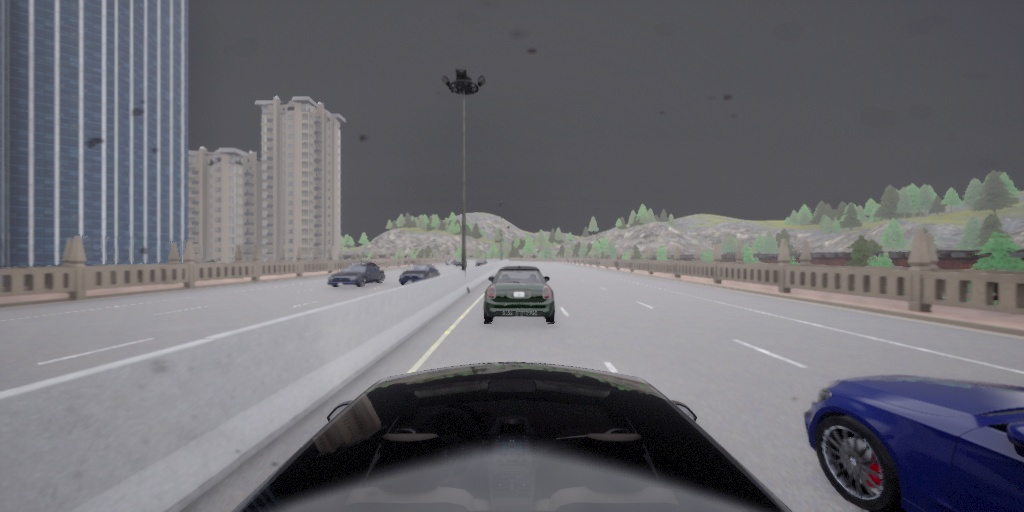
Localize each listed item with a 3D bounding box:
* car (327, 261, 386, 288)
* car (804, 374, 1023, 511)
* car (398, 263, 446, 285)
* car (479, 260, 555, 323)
[{"bbox_3d":[-10.202,1.300,24.096,2.033,1.411,5.357,0,0,1],"label":"car"},{"bbox_3d":[3.614,1.278,1.336,1.812,1.442,4.674,0,0,0],"label":"car"},{"bbox_3d":[-6.646,1.302,26.402,2.033,1.411,5.357,0,0,1],"label":"car"},{"bbox_3d":[0.246,1.106,12.236,2.097,1.767,4.553,0,0,1],"label":"car"}]
